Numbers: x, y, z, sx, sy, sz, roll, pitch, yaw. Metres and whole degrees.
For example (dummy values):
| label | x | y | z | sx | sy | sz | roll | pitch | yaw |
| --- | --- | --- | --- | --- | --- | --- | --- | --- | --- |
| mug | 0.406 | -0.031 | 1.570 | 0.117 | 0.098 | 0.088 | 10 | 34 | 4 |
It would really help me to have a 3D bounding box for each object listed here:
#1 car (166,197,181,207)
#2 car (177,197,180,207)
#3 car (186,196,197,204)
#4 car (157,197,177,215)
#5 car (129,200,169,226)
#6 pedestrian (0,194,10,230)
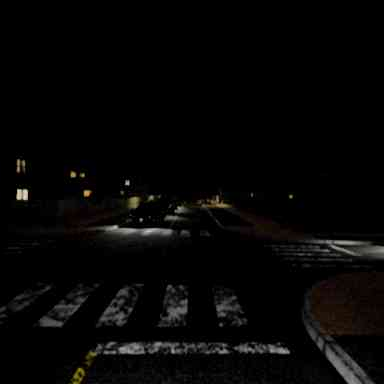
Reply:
| label | x | y | z | sx | sy | sz | roll | pitch | yaw |
| --- | --- | --- | --- | --- | --- | --- | --- | --- | --- |
| car | -2.879 | 1.553 | 53.964 | 2.128 | 1.511 | 4.902 | 0 | 0 | 0 |
| car | -2.904 | 1.560 | 43.793 | 1.812 | 1.442 | 4.674 | 0 | 0 | 0 |
| car | -0.090 | 1.606 | 66.049 | 1.837 | 1.490 | 4.892 | 0 | 0 | 0 |
| car | -2.892 | 1.366 | 33.751 | 2.097 | 1.767 | 4.553 | 0 | 0 | 0 |
| car | -3.034 | 1.509 | 23.289 | 1.837 | 1.490 | 4.892 | 0 | -1 | 4 |
| pedestrian | -9.652 | 1.018 | 17.000 | 0.375 | 1.860 | 0.375 | 0 | -2 | 0 |
